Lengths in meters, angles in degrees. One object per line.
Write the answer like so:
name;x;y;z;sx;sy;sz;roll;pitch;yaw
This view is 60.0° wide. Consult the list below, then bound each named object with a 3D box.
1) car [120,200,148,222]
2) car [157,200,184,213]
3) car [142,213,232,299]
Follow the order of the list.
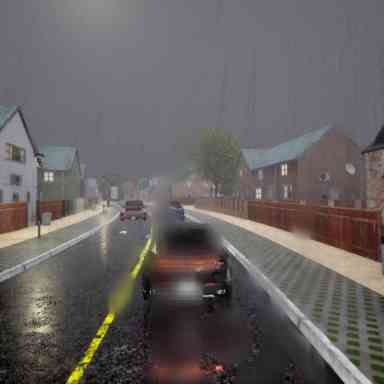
car;-4.733;1.425;27.385;2.097;1.767;4.553;0;0;-8
car;-1.847;1.435;27.957;2.097;1.767;4.553;0;0;-7
car;-0.161;1.516;8.498;1.837;1.490;4.892;0;0;-2
